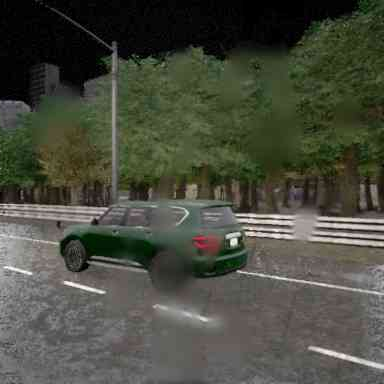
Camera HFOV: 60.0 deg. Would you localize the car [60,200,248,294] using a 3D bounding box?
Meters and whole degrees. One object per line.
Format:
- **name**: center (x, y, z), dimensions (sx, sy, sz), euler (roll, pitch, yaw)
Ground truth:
- **car**: center (-1.239, 1.225, 9.052), dimensions (5.566, 2.045, 2.150), euler (0, 0, 36)
